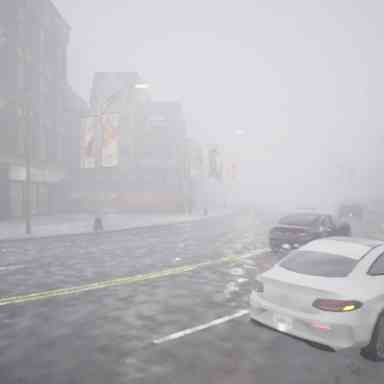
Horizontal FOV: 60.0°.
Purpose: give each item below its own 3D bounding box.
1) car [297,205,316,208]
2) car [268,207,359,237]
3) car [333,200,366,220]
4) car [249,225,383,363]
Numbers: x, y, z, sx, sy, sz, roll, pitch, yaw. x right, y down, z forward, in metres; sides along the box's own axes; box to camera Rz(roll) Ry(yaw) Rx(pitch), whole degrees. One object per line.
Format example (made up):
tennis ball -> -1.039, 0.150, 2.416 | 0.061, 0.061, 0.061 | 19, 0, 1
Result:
car -> 9.651, 1.743, 28.025 | 1.895, 1.301, 4.718 | 0, 0, 21
car -> 4.687, 1.541, 12.810 | 1.837, 1.490, 4.892 | 1, 0, 41
car -> 13.667, 1.583, 29.284 | 1.837, 1.490, 4.892 | 0, 0, 19
car -> 2.927, 1.542, 5.934 | 4.674, 1.442, 1.812 | 0, 0, -41
